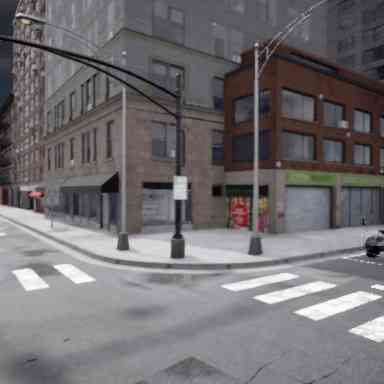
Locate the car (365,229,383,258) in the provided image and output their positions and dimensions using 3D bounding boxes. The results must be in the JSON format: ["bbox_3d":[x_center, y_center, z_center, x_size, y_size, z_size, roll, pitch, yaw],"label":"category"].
[{"bbox_3d":[8.244,1.752,12.421,4.313,1.339,1.947,1,-1,-36],"label":"car"}]
